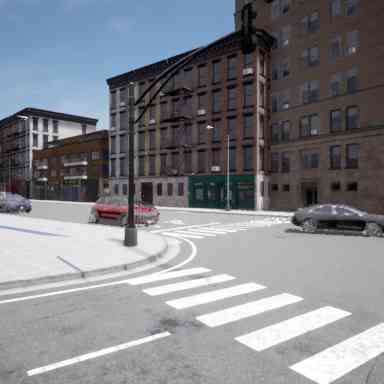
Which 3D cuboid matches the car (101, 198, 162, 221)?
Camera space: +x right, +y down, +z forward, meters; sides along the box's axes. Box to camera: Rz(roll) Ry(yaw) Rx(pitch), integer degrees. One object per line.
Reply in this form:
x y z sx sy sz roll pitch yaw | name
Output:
-4.541 1.250 24.705 4.674 1.442 1.812 1 0 38 | car

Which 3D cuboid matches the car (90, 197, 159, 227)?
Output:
-4.177 1.094 20.329 4.553 1.767 2.097 1 0 38 | car

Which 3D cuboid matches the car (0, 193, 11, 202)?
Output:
-33.140 0.897 57.609 4.674 1.442 1.812 1 0 43 | car

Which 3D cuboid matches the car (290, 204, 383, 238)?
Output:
7.586 1.388 17.091 4.902 1.511 2.128 1 0 24 | car

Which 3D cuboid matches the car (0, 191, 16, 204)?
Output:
-27.583 0.786 48.232 4.553 1.767 2.097 1 0 41 | car

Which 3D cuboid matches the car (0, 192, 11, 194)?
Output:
-19.891 1.020 37.065 4.902 1.511 2.128 1 0 40 | car

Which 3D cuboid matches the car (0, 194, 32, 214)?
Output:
-16.080 1.149 29.705 4.181 1.385 1.994 1 0 39 | car
